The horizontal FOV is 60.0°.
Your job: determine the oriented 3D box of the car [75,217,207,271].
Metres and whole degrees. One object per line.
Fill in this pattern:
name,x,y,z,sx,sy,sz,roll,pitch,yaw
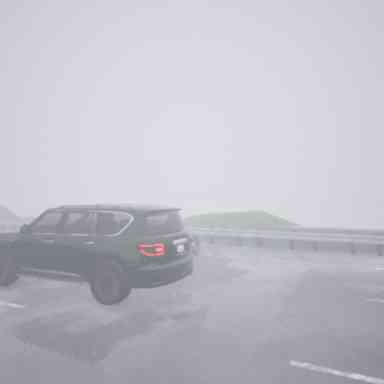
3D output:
car,-1.789,1.688,11.747,4.181,1.385,1.994,0,-1,25

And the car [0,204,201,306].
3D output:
car,-2.666,1.316,8.330,5.566,2.045,2.150,0,0,25
